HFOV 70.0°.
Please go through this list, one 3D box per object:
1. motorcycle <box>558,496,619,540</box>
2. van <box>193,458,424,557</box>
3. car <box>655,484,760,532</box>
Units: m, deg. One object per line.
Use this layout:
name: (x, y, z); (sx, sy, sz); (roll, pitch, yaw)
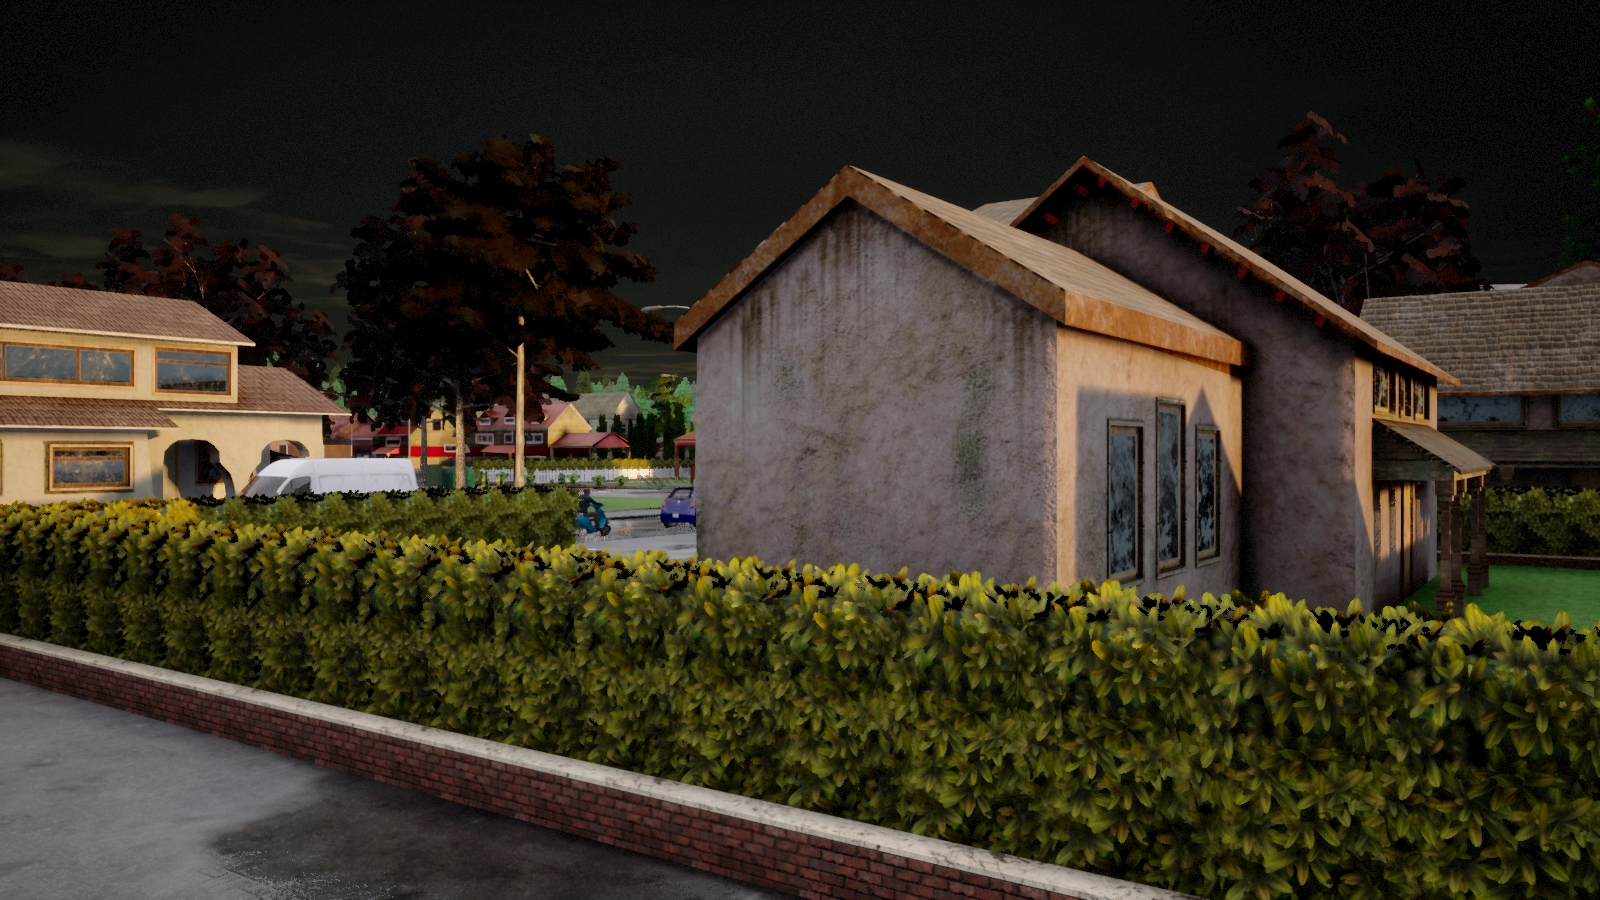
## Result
motorcycle: (-6.678, 2.132, 36.158); (0.856, 1.316, 1.805); (0, 0, 35)
van: (-13.912, 1.524, 32.756); (1.988, 2.561, 5.915); (0, 0, 35)
car: (-3.264, 2.029, 40.978); (1.845, 1.501, 3.633); (0, 0, 35)
